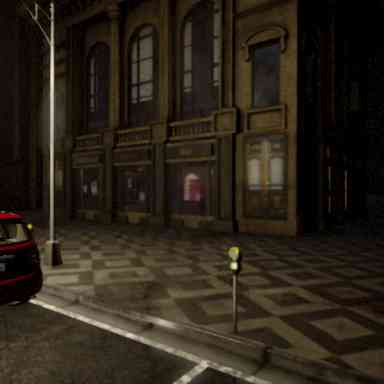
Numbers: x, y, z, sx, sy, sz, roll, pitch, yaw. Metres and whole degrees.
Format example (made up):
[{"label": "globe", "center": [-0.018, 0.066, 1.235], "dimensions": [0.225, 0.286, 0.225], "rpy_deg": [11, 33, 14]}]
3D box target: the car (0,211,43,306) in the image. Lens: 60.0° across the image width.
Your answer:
[{"label": "car", "center": [-5.016, 1.275, 6.624], "dimensions": [5.009, 1.841, 2.192], "rpy_deg": [0, 0, 35]}]
